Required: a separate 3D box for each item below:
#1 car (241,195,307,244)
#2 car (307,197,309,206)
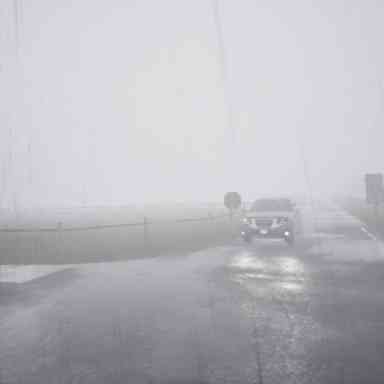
[{"bbox_3d":[4.020,1.242,16.150,2.150,2.045,5.566,-2,0,24],"label":"car"},{"bbox_3d":[15.881,1.208,48.287,1.882,1.535,5.008,-3,0,20],"label":"car"}]
